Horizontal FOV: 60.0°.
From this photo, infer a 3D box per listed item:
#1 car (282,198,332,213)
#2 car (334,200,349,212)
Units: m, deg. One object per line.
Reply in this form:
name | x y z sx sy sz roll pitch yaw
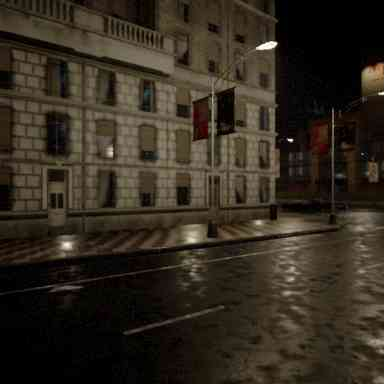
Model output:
car | 12.250 1.587 36.242 1.895 1.301 4.718 0 0 -36
car | 15.358 1.478 37.949 2.128 1.511 4.902 0 0 -36
